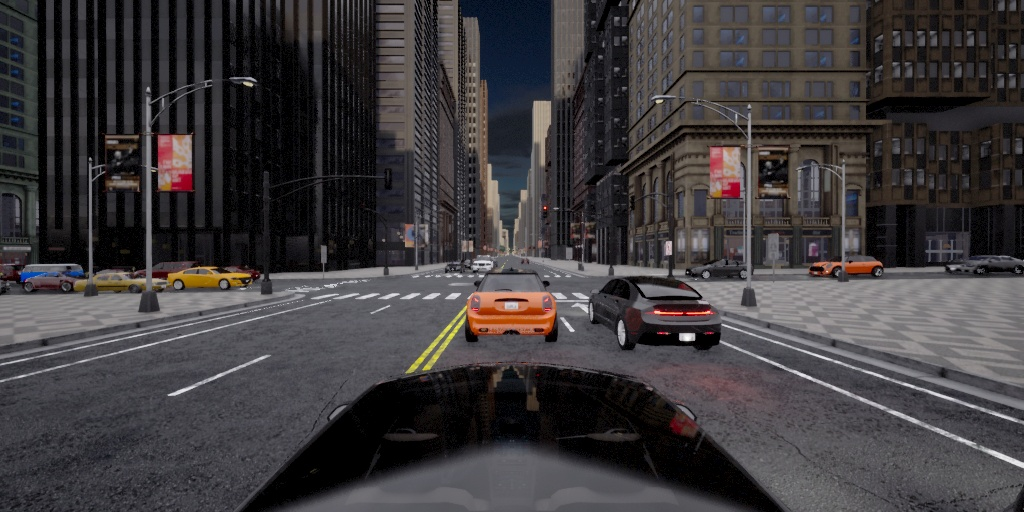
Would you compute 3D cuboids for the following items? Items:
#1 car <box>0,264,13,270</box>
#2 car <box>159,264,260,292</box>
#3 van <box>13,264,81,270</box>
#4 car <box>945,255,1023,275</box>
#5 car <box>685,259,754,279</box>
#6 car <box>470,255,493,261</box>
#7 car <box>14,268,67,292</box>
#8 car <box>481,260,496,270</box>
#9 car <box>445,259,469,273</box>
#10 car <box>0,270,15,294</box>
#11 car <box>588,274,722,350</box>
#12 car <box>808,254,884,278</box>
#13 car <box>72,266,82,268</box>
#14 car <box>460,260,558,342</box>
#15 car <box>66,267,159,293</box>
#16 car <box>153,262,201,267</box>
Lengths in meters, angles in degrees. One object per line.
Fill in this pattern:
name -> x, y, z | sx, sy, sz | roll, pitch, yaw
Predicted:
car -> -44.383, 1.626, 30.661 | 5.009, 1.841, 2.192 | 0, 0, 0
car -> -20.775, 1.492, 24.768 | 5.008, 1.535, 1.882 | -1, 0, 0
van -> -39.296, 1.583, 30.655 | 3.998, 1.789, 1.690 | 0, 0, 0
car -> 36.929, 0.714, 27.998 | 4.902, 1.511, 2.128 | -1, 0, 0
car -> 16.131, 1.005, 27.997 | 4.892, 1.490, 1.837 | -1, 0, 0
car -> -3.440, 0.956, 43.315 | 2.150, 2.045, 5.566 | 0, 0, 0
car -> -30.775, 1.715, 24.783 | 4.181, 1.385, 1.994 | -1, 0, 1
car -> -3.446, 1.290, 53.287 | 1.994, 1.385, 4.181 | 0, 0, 1
car -> -6.688, 1.299, 42.474 | 1.994, 1.385, 4.181 | 0, 0, 0
car -> -33.817, 1.754, 22.110 | 4.403, 1.370, 2.007 | 0, 0, 0
car -> 3.237, 1.254, 9.059 | 1.837, 1.490, 4.892 | 0, 0, 0
car -> 25.959, 0.721, 27.998 | 4.553, 1.767, 2.097 | -1, 0, 0
car -> -34.209, 1.755, 30.649 | 4.207, 1.307, 1.802 | 0, 0, 0
car -> -0.005, 1.102, 9.920 | 2.097, 1.767, 4.553 | 0, 0, 0
car -> -23.876, 1.596, 22.109 | 4.829, 1.417, 1.751 | 0, 0, 0
car -> -29.122, 1.419, 30.643 | 5.009, 1.841, 2.192 | 0, 0, 0
